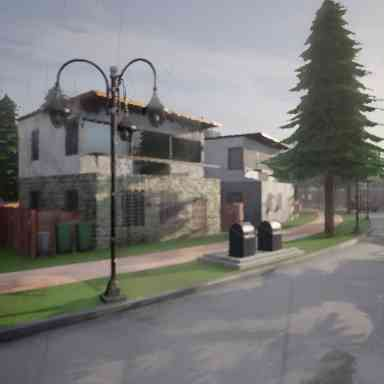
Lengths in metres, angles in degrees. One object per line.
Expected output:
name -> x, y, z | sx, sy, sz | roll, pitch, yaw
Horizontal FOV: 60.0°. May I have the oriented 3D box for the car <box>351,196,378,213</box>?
car -> 21.868, 1.535, 42.863 | 2.150, 2.045, 5.566 | 0, 0, 7
